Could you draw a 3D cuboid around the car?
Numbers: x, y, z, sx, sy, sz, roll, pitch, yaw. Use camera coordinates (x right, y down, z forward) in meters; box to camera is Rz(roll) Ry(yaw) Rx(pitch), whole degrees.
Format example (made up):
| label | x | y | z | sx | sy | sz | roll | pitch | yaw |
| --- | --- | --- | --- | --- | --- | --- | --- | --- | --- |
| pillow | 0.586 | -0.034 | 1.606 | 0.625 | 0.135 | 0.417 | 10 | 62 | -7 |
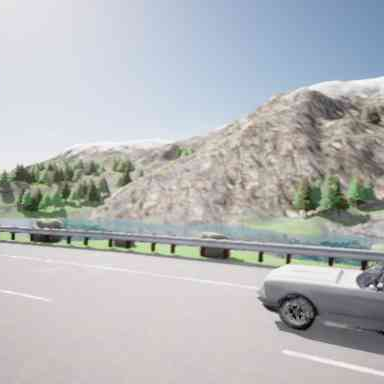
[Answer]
| label | x | y | z | sx | sy | sz | roll | pitch | yaw |
| --- | --- | --- | --- | --- | --- | --- | --- | --- | --- |
| car | 3.638 | 1.860 | 5.986 | 4.718 | 1.301 | 1.895 | 0 | -2 | 29 |
